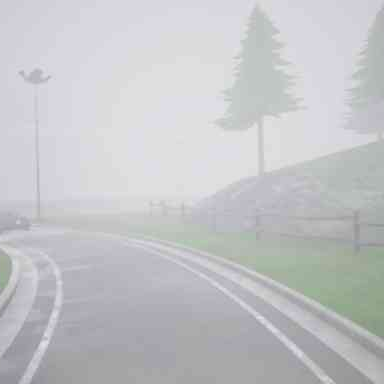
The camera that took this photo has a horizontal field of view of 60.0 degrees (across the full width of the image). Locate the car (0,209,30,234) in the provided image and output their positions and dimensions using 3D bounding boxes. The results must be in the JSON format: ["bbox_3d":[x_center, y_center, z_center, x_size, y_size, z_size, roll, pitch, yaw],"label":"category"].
[{"bbox_3d":[-11.910,1.765,20.333,4.181,1.385,1.994,-1,0,28],"label":"car"}]
